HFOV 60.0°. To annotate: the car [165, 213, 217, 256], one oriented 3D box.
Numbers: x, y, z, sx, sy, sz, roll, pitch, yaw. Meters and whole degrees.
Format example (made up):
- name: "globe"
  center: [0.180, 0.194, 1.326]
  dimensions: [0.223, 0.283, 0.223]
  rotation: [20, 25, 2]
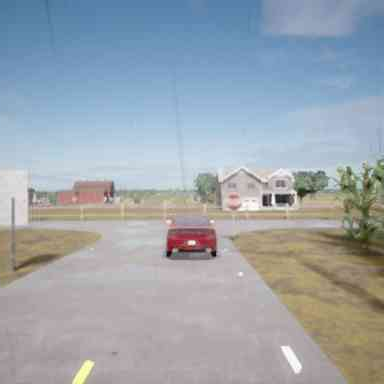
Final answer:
- name: "car"
  center: [-0.067, 1.613, 13.839]
  dimensions: [1.882, 1.535, 5.008]
  rotation: [0, -1, -1]
